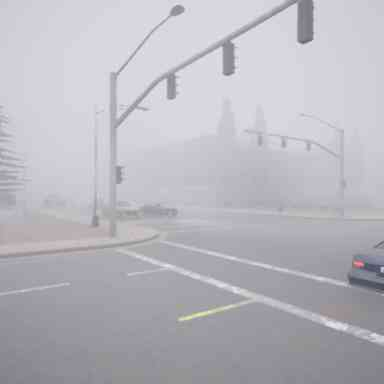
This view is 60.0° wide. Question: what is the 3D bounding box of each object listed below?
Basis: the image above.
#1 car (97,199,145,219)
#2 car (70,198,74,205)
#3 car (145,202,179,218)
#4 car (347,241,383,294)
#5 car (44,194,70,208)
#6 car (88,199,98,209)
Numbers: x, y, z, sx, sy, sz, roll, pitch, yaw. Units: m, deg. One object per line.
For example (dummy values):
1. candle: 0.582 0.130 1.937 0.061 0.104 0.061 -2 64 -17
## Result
1. car: -6.379 1.520 29.561 1.882 1.535 5.008 0 0 -36
2. car: -22.031 1.515 57.658 2.033 1.411 5.357 0 0 -36
3. car: -3.176 1.656 31.098 1.895 1.301 4.718 0 0 -36
4. car: 5.864 1.581 7.881 5.357 1.411 2.033 0 0 -35
5. car: -20.267 1.267 49.053 2.150 2.045 5.566 0 0 -35
6. car: -12.115 1.619 43.619 1.994 1.385 4.181 0 0 -35
